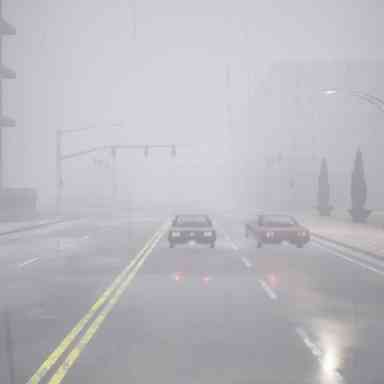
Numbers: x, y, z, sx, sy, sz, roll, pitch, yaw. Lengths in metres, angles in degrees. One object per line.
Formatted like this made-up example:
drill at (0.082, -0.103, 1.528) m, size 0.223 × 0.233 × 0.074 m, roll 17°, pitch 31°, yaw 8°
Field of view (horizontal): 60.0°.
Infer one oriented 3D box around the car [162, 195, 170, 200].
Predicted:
car at (-7.000, 1.474, 91.154) m, size 1.882 × 1.535 × 5.008 m, roll 0°, pitch 0°, yaw 0°

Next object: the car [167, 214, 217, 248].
car at (0.000, 1.615, 14.680) m, size 1.895 × 1.301 × 4.718 m, roll 0°, pitch 0°, yaw 0°

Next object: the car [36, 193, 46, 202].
car at (-32.532, 1.393, 68.766) m, size 1.970 × 1.475 × 3.806 m, roll 0°, pitch 0°, yaw 0°

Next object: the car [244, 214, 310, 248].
car at (3.500, 1.615, 14.680) m, size 1.895 × 1.301 × 4.718 m, roll 0°, pitch 0°, yaw 0°

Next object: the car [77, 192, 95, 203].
car at (-26.710, 1.394, 83.848) m, size 1.970 × 1.475 × 3.806 m, roll 0°, pitch 0°, yaw 0°
